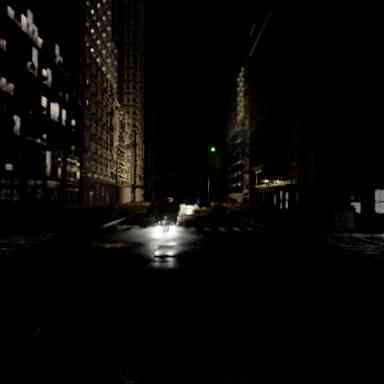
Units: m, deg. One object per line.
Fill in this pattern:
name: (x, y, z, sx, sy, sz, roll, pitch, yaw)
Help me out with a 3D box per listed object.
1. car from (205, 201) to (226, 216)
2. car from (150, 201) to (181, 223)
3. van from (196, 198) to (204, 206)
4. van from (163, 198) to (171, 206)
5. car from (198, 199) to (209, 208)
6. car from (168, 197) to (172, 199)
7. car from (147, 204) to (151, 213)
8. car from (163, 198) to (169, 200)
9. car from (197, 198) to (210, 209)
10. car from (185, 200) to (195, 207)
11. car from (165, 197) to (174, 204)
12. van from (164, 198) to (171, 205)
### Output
car: (3.012, 2.109, 39.566, 1.947, 1.339, 4.313, 0, -1, -2)
car: (-2.206, 1.889, 29.691, 2.128, 1.511, 4.902, 0, -1, -1)
van: (1.945, 2.350, 78.244, 1.690, 1.788, 3.998, 0, -1, -2)
van: (-5.933, 2.315, 78.037, 1.690, 1.788, 3.998, 0, -1, -2)
car: (2.235, 2.319, 67.193, 1.967, 1.590, 4.097, 0, -1, -2)
car: (-5.787, 2.349, 72.511, 1.967, 1.590, 4.097, 0, -1, -2)
car: (-5.061, 2.158, 44.882, 1.802, 1.307, 4.206, 0, -1, -2)
car: (-5.497, 2.343, 61.458, 1.947, 1.339, 4.313, 0, -1, -2)
car: (2.382, 2.128, 61.668, 2.192, 1.841, 5.009, 0, -1, -2)
car: (-0.417, 2.437, 70.945, 1.812, 1.442, 4.674, 0, -1, -2)
car: (-6.369, 2.485, 94.613, 2.192, 1.841, 5.009, 0, -1, -2)
van: (-6.078, 2.380, 83.563, 1.690, 1.788, 3.998, 0, -1, -2)
